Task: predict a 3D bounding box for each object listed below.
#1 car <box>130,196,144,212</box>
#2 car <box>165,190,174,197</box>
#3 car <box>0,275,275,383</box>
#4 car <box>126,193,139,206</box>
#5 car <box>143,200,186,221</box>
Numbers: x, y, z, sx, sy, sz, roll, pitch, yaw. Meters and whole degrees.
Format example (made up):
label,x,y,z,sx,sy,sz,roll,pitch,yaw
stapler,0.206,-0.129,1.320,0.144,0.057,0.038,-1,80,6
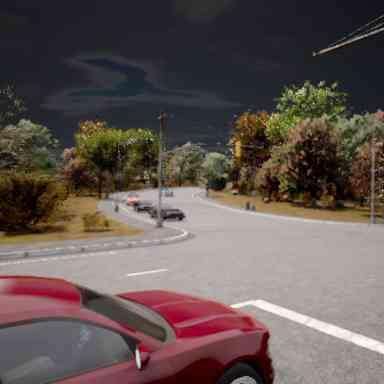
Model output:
label,x,y,z,sx,sy,sz,roll,pitch,yaw
car,-5.620,1.605,38.828,1.994,1.385,4.181,2,1,-19
car,-4.914,0.288,72.219,2.033,1.411,5.357,1,3,-1
car,-1.440,1.480,2.720,5.008,1.535,1.882,0,0,-35
car,-8.458,1.042,48.684,2.097,1.767,4.553,1,2,-14
car,-2.403,1.749,30.116,2.033,1.411,5.357,2,0,-26
